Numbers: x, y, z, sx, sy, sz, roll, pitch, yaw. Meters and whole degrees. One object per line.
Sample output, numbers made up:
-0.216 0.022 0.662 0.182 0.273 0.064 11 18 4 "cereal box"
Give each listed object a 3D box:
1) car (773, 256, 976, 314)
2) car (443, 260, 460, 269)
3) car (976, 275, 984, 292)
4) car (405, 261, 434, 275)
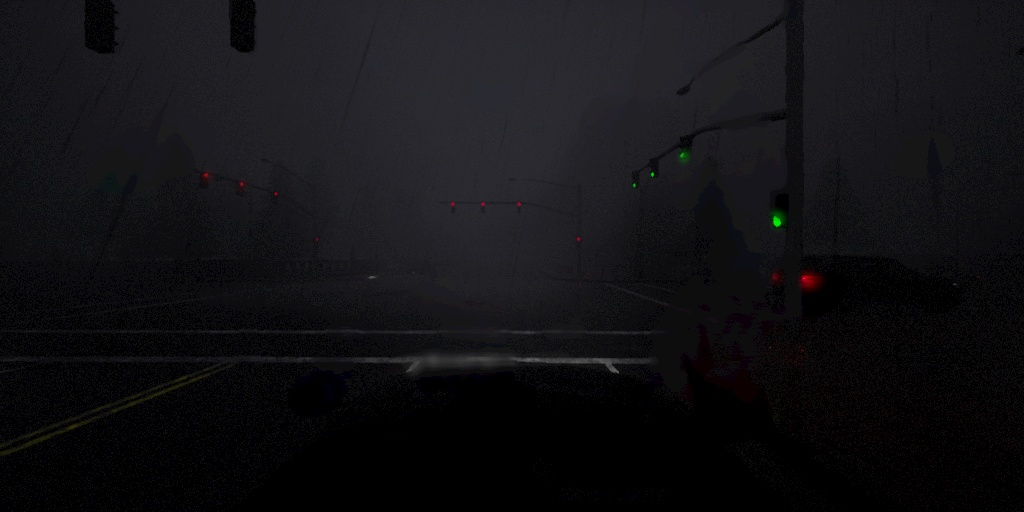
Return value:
12.948 1.023 13.333 5.566 2.045 2.150 0 0 1 "car"
-9.467 1.259 56.382 2.033 1.411 5.357 0 0 1 "car"
23.624 1.301 20.303 4.181 1.385 1.994 0 0 1 "car"
-9.728 1.271 38.230 2.033 1.411 5.357 0 0 1 "car"
